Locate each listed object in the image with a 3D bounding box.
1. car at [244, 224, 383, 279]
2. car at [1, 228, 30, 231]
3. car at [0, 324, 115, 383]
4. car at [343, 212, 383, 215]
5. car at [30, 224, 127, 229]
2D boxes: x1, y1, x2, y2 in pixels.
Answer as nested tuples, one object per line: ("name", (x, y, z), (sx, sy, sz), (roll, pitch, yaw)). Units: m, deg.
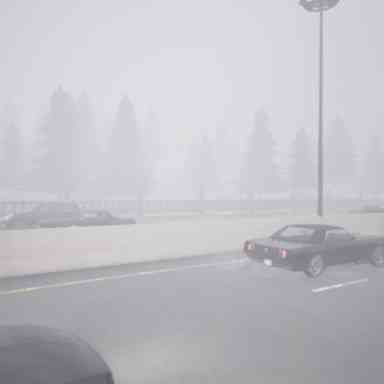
("car", (3.968, 1.638, 10.157), (4.718, 1.301, 1.895), (0, 0, -31))
("car", (-8.483, 1.326, 19.131), (4.553, 1.767, 2.097), (0, 0, -33))
("car", (-2.793, 1.490, 1.664), (4.892, 1.490, 1.837), (0, 0, -36))
("car", (12.226, 1.669, 23.216), (4.181, 1.385, 1.994), (0, 0, -30))
("car", (-5.431, 1.590, 16.983), (4.718, 1.301, 1.895), (0, 0, -32))
